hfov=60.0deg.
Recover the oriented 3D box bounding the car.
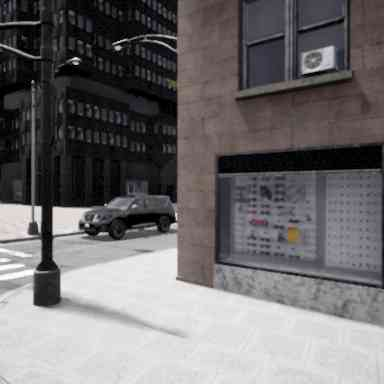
[{"bbox_3d":[-3.222,1.210,17.701,2.150,2.045,5.566,0,0,37],"label":"car"}]
